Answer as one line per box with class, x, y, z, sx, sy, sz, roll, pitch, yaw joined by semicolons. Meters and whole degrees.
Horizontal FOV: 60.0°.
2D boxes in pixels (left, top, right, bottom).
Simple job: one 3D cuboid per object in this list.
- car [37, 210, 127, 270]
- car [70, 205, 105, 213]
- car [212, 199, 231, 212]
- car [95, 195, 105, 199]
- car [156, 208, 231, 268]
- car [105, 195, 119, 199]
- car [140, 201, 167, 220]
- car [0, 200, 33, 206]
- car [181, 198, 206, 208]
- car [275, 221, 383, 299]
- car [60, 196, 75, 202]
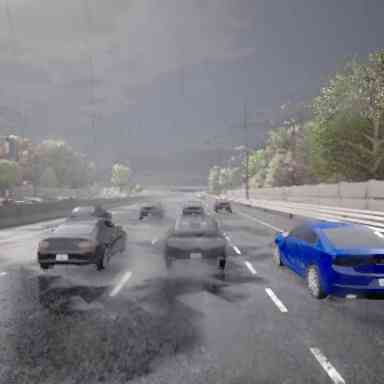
car;-3.406;1.548;10.998;1.812;1.442;4.674;0;0;0
car;-6.884;1.595;22.502;2.033;1.411;5.357;0;0;0
car;3.522;1.573;39.139;1.837;1.490;4.892;0;0;0
car;-20.954;1.369;76.980;1.882;1.535;5.008;0;0;0
car;0.107;1.514;11.370;2.128;1.511;4.902;0;0;0
car;-17.455;1.612;74.786;1.882;1.535;5.008;0;0;0
car;-3.382;1.567;29.092;1.837;1.490;4.892;0;0;0
car;-17.574;1.675;34.239;1.895;1.301;4.718;0;0;0
car;0.118;1.567;29.090;1.837;1.490;4.892;0;0;0
car;3.514;1.487;8.501;1.882;1.535;5.008;0;0;0
car;-27.955;1.612;74.792;1.882;1.535;5.008;0;0;0
